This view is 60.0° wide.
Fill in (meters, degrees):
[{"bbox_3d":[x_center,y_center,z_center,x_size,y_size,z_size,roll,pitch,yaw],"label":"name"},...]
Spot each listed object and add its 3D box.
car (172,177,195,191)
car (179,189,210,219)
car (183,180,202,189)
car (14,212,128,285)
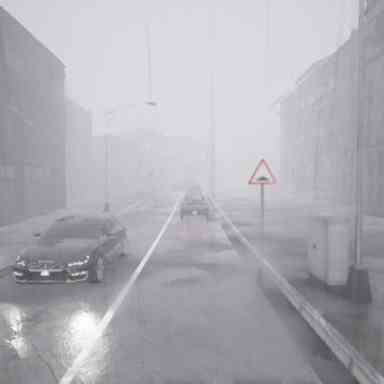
[{"bbox_3d":[-1.150,-1.274,52.405,2.150,2.045,5.566,0,2,24],"label":"car"},{"bbox_3d":[0.176,0.884,22.252,2.128,1.511,4.902,0,3,0],"label":"car"},{"bbox_3d":[0.369,-0.412,42.217,2.128,1.511,4.902,0,4,2],"label":"car"},{"bbox_3d":[-3.068,1.401,9.382,1.837,1.490,4.892,0,1,0],"label":"car"}]
